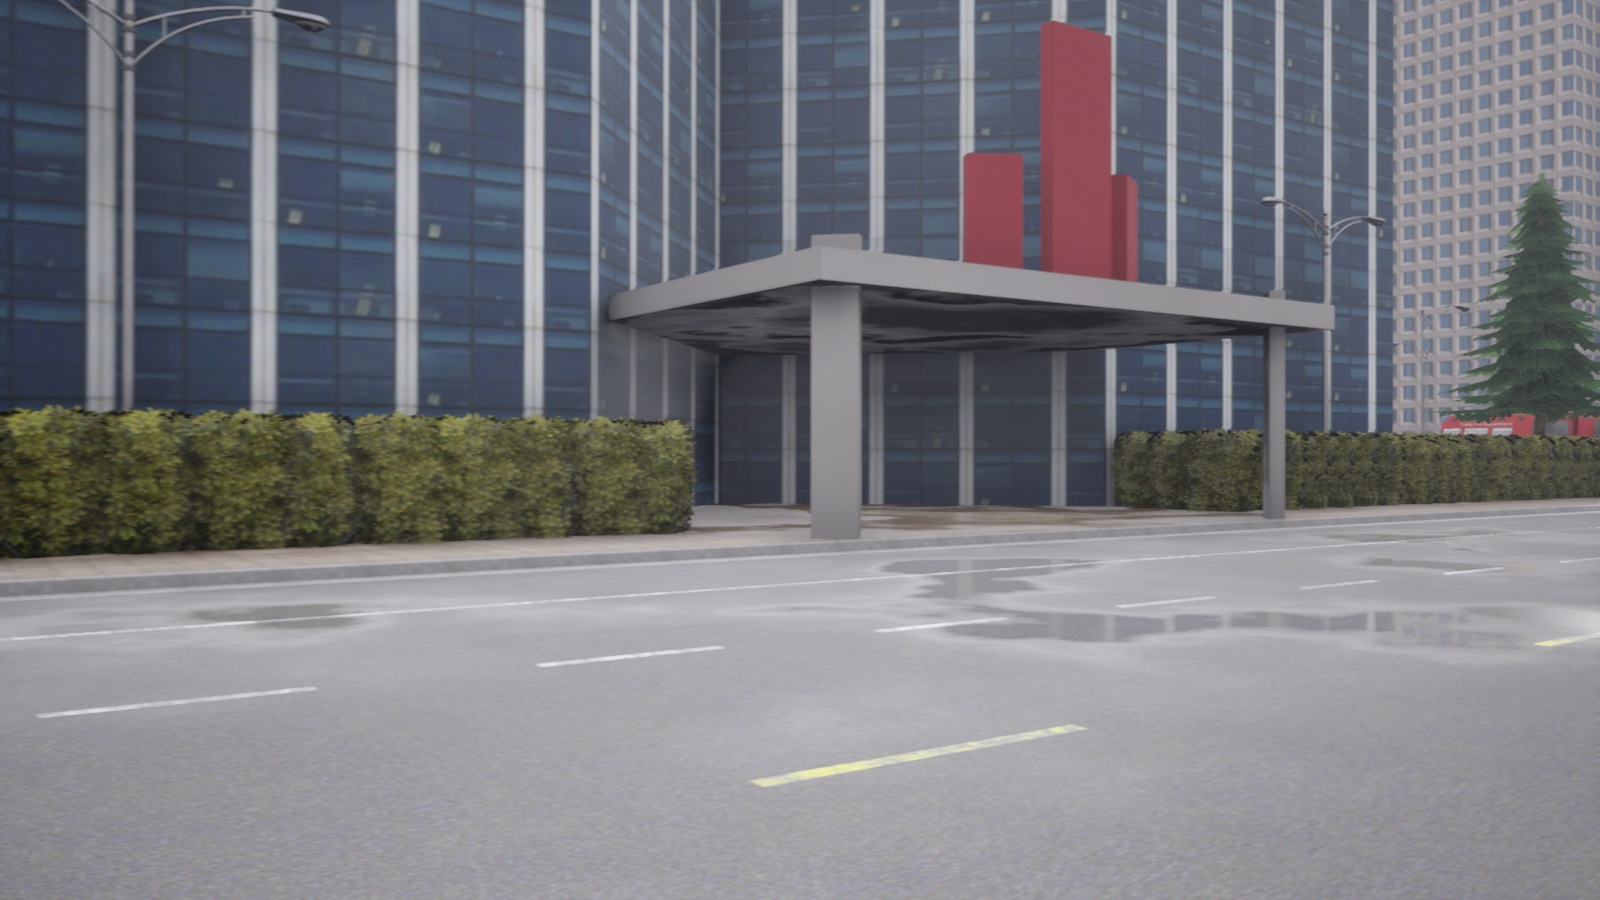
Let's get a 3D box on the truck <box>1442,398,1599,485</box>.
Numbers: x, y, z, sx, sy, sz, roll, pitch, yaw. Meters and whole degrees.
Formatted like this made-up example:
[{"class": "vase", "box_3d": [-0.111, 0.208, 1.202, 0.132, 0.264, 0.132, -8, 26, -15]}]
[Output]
[{"class": "truck", "box_3d": [34.716, -0.351, 58.161, 2.891, 3.827, 8.468, 0, 0, -34]}]
